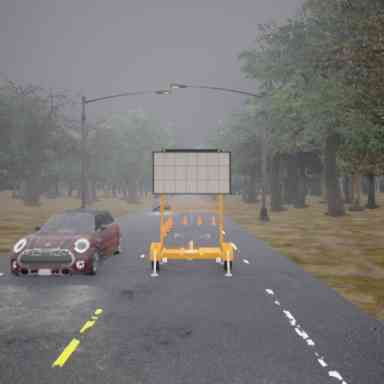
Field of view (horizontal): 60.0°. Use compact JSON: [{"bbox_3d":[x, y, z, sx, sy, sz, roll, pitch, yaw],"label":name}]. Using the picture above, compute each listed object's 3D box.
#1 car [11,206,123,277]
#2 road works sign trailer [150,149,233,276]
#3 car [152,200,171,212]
[{"bbox_3d":[-3.594,1.362,10.357,2.097,1.767,4.553,0,0,0],"label":"car"},{"bbox_3d":[-0.010,0.474,10.359,2.380,3.560,2.880,0,0,0],"label":"road works sign trailer"},{"bbox_3d":[-3.479,1.615,38.765,1.994,1.385,4.181,0,0,0],"label":"car"}]
